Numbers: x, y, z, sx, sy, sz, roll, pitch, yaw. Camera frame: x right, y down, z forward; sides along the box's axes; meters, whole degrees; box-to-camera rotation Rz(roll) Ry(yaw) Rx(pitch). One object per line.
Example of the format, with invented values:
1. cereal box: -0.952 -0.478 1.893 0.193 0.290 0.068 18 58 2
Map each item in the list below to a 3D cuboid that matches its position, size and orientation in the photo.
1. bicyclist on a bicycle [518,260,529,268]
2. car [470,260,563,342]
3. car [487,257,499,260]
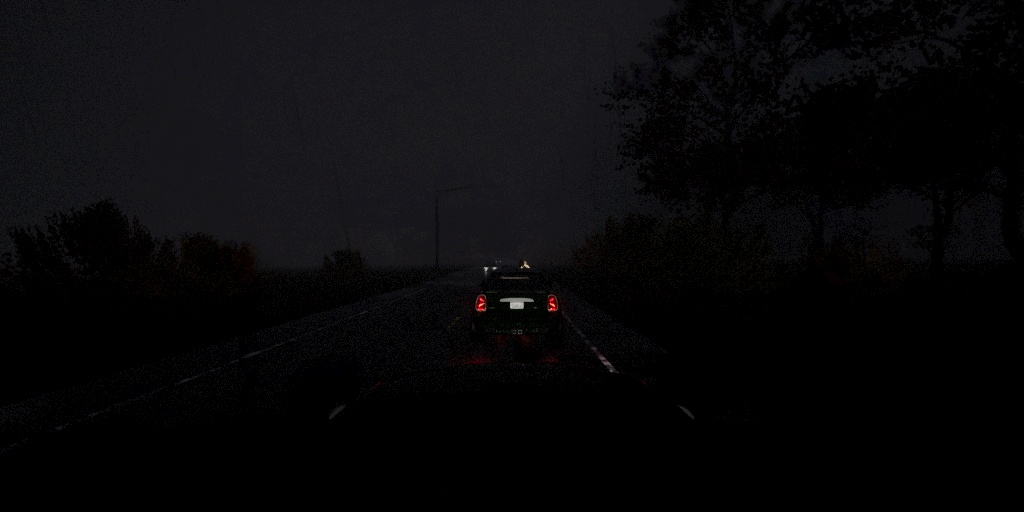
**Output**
1. bicyclist on a bicycle: 0.954 1.177 25.767 0.866 1.612 1.509 0 0 1
2. car: 0.106 1.099 9.944 2.097 1.767 4.553 0 0 0
3. car: -3.819 1.258 63.338 1.812 1.442 4.674 0 0 0
